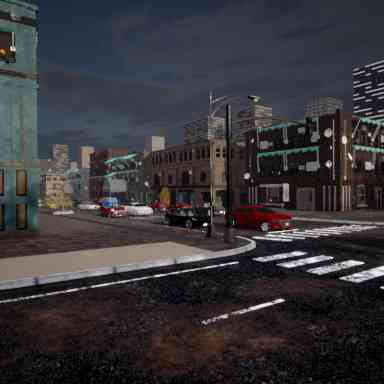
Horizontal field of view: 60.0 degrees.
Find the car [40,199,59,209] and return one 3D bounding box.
[{"bbox_3d":[-24.361,2.232,57.578,1.752,1.417,4.829,-1,0,-36],"label":"car"}]

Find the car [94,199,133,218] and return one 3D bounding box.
[{"bbox_3d":[-8.361,1.846,35.206,1.967,1.590,4.097,-1,0,-36],"label":"car"}]

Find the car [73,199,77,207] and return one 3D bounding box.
[{"bbox_3d":[-20.586,2.230,62.268,1.994,1.385,4.181,-1,0,-36],"label":"car"}]

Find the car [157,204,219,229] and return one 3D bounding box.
[{"bbox_3d":[-0.384,1.814,23.849,1.947,1.339,4.313,-2,0,-36],"label":"car"}]

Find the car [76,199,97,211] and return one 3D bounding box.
[{"bbox_3d":[-15.105,2.150,49.201,1.895,1.301,4.718,-1,0,-35],"label":"car"}]

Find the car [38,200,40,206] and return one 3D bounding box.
[{"bbox_3d":[-30.900,2.375,66.721,2.008,1.369,4.403,-1,0,-36],"label":"car"}]

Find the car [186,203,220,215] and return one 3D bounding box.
[{"bbox_3d":[1.677,1.809,35.581,2.008,1.369,4.403,-2,0,-36],"label":"car"}]

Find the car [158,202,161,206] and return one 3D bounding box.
[{"bbox_3d":[-4.762,1.966,44.585,1.802,1.307,4.206,-2,0,-36],"label":"car"}]

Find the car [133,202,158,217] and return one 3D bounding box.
[{"bbox_3d":[-5.972,1.900,36.346,1.812,1.442,4.674,-1,0,-36],"label":"car"}]

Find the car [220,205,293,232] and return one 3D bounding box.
[{"bbox_3d":[4.266,1.649,21.712,1.882,1.535,5.008,-1,0,-33],"label":"car"}]

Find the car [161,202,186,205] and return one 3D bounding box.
[{"bbox_3d":[-1.543,1.904,40.084,1.802,1.307,4.206,-2,0,-36],"label":"car"}]

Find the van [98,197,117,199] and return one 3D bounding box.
[{"bbox_3d":[-14.429,1.907,58.091,1.690,1.788,3.998,-1,0,-36],"label":"van"}]

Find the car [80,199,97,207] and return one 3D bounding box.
[{"bbox_3d":[-20.864,2.227,67.095,1.887,1.381,4.507,-1,0,-36],"label":"car"}]

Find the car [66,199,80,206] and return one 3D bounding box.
[{"bbox_3d":[-27.305,2.364,76.100,1.947,1.339,4.313,-1,0,-36],"label":"car"}]
